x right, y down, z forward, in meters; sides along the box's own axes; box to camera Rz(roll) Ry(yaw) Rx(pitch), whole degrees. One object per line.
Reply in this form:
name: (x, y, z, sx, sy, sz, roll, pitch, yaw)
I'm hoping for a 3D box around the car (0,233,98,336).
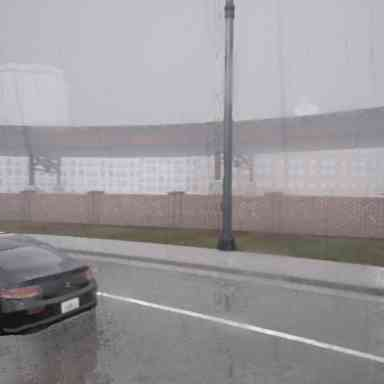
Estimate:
car: (-3.778, 1.488, 6.005, 4.674, 1.442, 1.812, 0, 1, 30)
